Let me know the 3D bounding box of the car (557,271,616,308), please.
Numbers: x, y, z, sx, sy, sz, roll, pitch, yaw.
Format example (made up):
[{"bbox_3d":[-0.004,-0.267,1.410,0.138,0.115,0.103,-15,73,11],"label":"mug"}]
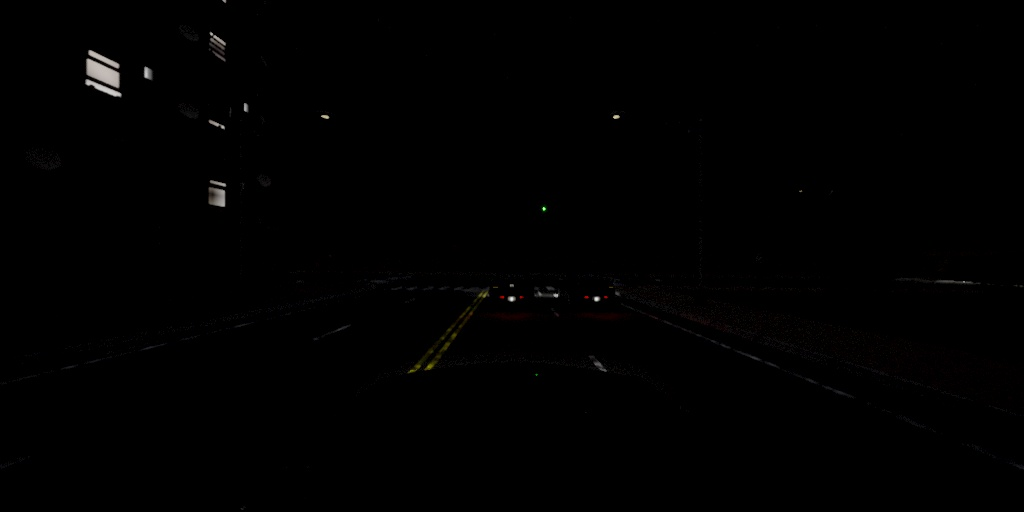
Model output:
[{"bbox_3d":[3.244,1.396,16.139,1.837,1.490,4.892,0,0,0],"label":"car"}]

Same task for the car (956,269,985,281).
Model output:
[{"bbox_3d":[50.571,2.090,38.447,4.181,1.385,1.994,1,0,2],"label":"car"}]

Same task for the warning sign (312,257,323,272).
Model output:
[{"bbox_3d":[-23.499,0.992,43.115,1.060,1.860,1.300,0,0,1],"label":"warning sign"}]

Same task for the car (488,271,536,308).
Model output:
[{"bbox_3d":[-0.006,1.396,16.130,1.837,1.490,4.892,0,0,0],"label":"car"}]

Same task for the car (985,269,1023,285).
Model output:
[{"bbox_3d":[50.458,2.035,35.200,4.892,1.490,1.837,1,0,2],"label":"car"}]
